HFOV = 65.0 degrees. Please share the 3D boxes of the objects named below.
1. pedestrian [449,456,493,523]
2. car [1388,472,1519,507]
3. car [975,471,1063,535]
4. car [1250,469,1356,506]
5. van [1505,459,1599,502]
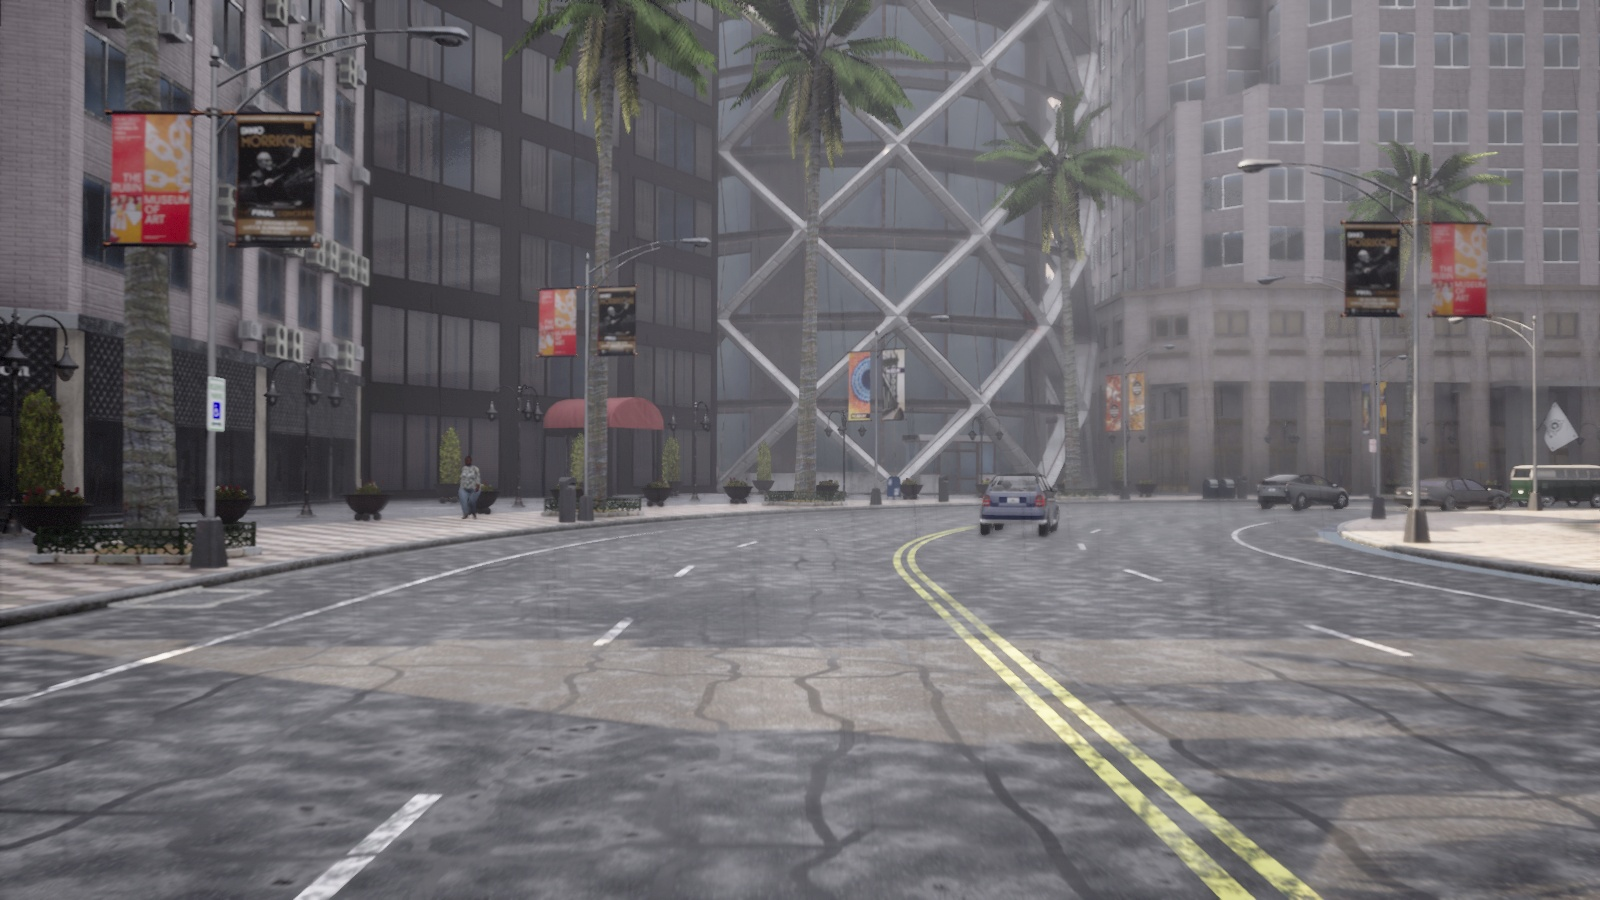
[{"bbox_3d":[-9.203,1.096,35.138,0.874,1.855,0.900,0,-1,10],"label":"pedestrian"},{"bbox_3d":[27.540,1.638,52.904,5.357,1.411,2.033,0,-1,-25],"label":"car"},{"bbox_3d":[5.711,1.313,32.410,1.789,1.549,3.705,-1,-1,17],"label":"car"},{"bbox_3d":[21.513,1.574,53.664,4.514,1.525,2.007,0,-1,-34],"label":"car"},{"bbox_3d":[35.484,1.405,58.492,4.442,1.987,1.775,0,-1,-8],"label":"van"}]
